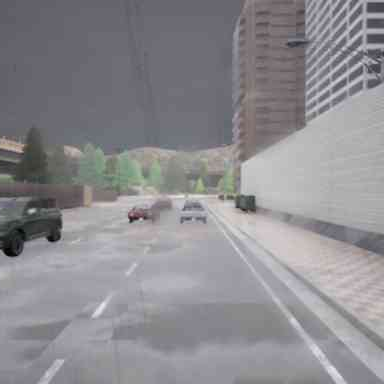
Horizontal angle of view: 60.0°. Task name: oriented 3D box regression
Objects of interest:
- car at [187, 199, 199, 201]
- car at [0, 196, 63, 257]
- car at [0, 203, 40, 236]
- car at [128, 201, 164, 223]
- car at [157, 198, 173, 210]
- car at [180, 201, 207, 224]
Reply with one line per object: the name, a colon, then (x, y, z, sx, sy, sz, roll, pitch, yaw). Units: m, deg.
car: (0.092, 1.544, 41.119, 1.895, 1.301, 4.718, 0, 0, 0)
car: (-7.059, 1.203, 13.267, 2.150, 2.045, 5.566, 0, 0, 0)
car: (-10.552, 1.453, 18.465, 1.882, 1.535, 5.008, 0, 0, 0)
car: (-3.449, 1.567, 24.905, 1.895, 1.301, 4.718, 0, 0, 1)
car: (-3.408, 1.421, 41.213, 1.882, 1.535, 5.008, 0, 0, 0)
car: (0.106, 1.567, 24.623, 1.895, 1.301, 4.718, 0, 0, 0)
